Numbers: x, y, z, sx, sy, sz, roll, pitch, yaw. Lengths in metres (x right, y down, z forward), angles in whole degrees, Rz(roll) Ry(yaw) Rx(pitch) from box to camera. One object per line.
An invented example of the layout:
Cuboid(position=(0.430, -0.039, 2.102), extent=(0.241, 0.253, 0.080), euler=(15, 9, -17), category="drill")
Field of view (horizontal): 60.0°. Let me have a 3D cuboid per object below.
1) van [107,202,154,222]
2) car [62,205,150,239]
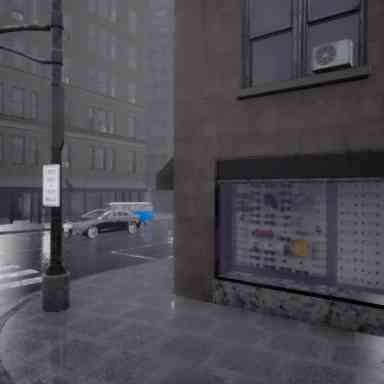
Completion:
Cuboid(position=(-4.536, 1.635, 24.198), extent=(1.690, 1.788, 3.998), euler=(-1, -1, 35), category="van")
Cuboid(position=(-5.026, 1.726, 19.016), extent=(2.128, 1.511, 4.902), euler=(0, -1, 35), category="car")
